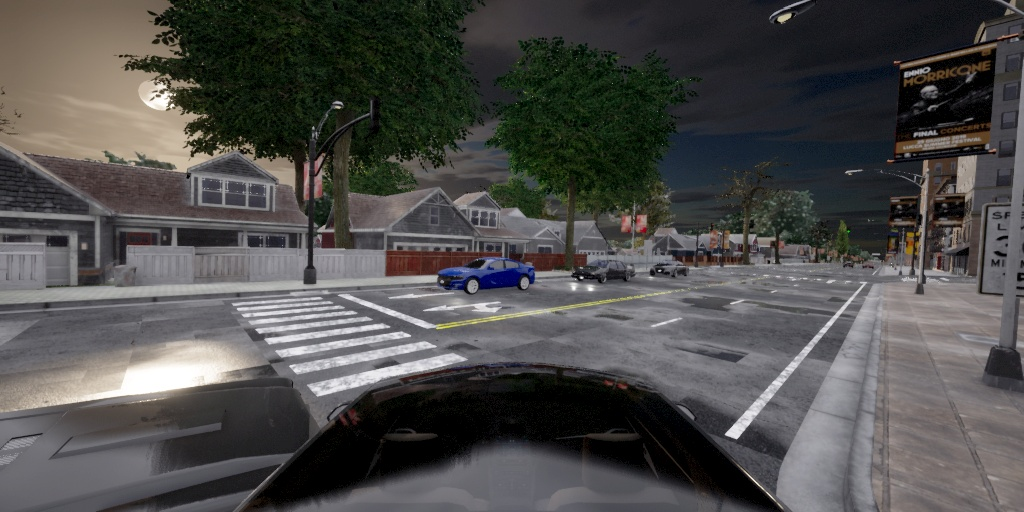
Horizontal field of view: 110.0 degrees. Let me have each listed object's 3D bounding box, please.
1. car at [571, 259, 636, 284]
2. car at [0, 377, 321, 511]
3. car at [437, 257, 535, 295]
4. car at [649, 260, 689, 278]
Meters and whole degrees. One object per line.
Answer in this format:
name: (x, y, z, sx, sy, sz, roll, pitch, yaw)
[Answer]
car: (6.125, 0.936, 23.403, 5.357, 1.411, 2.033, 0, 2, -44)
car: (-3.315, 1.284, 1.331, 4.718, 1.301, 1.895, 1, 2, -34)
car: (-1.066, 0.802, 16.509, 5.008, 1.535, 1.882, 0, 2, -44)
car: (13.346, 1.020, 30.299, 4.181, 1.385, 1.994, 1, 2, -44)
